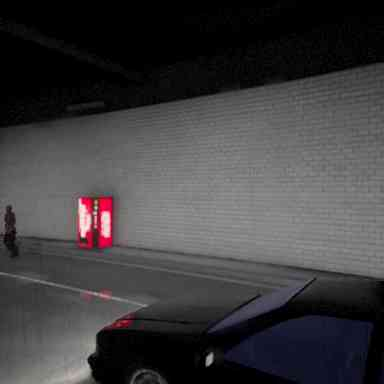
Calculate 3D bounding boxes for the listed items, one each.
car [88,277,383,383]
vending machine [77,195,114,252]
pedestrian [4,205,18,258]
[{"bbox_3d":[1.488,1.546,2.853,5.357,1.411,2.033,0,0,35],"label":"car"},{"bbox_3d":[-3.784,1.187,13.047,0.880,2.100,1.100,0,0,29],"label":"vending machine"},{"bbox_3d":[-6.081,1.284,11.145,0.375,1.860,0.375,0,0,28],"label":"pedestrian"}]
